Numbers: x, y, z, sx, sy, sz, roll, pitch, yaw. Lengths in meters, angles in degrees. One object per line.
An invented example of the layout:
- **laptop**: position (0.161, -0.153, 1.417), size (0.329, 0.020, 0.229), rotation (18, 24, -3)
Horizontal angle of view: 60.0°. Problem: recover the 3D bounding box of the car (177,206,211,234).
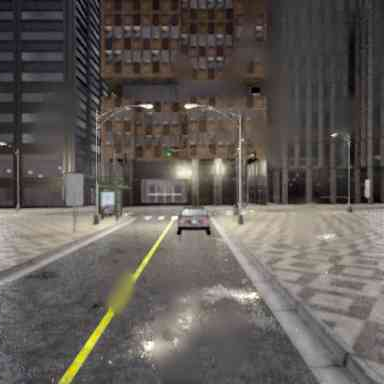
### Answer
- **car**: position (0.100, 1.530, 19.056), size (2.033, 1.411, 5.357), rotation (0, 0, 0)
